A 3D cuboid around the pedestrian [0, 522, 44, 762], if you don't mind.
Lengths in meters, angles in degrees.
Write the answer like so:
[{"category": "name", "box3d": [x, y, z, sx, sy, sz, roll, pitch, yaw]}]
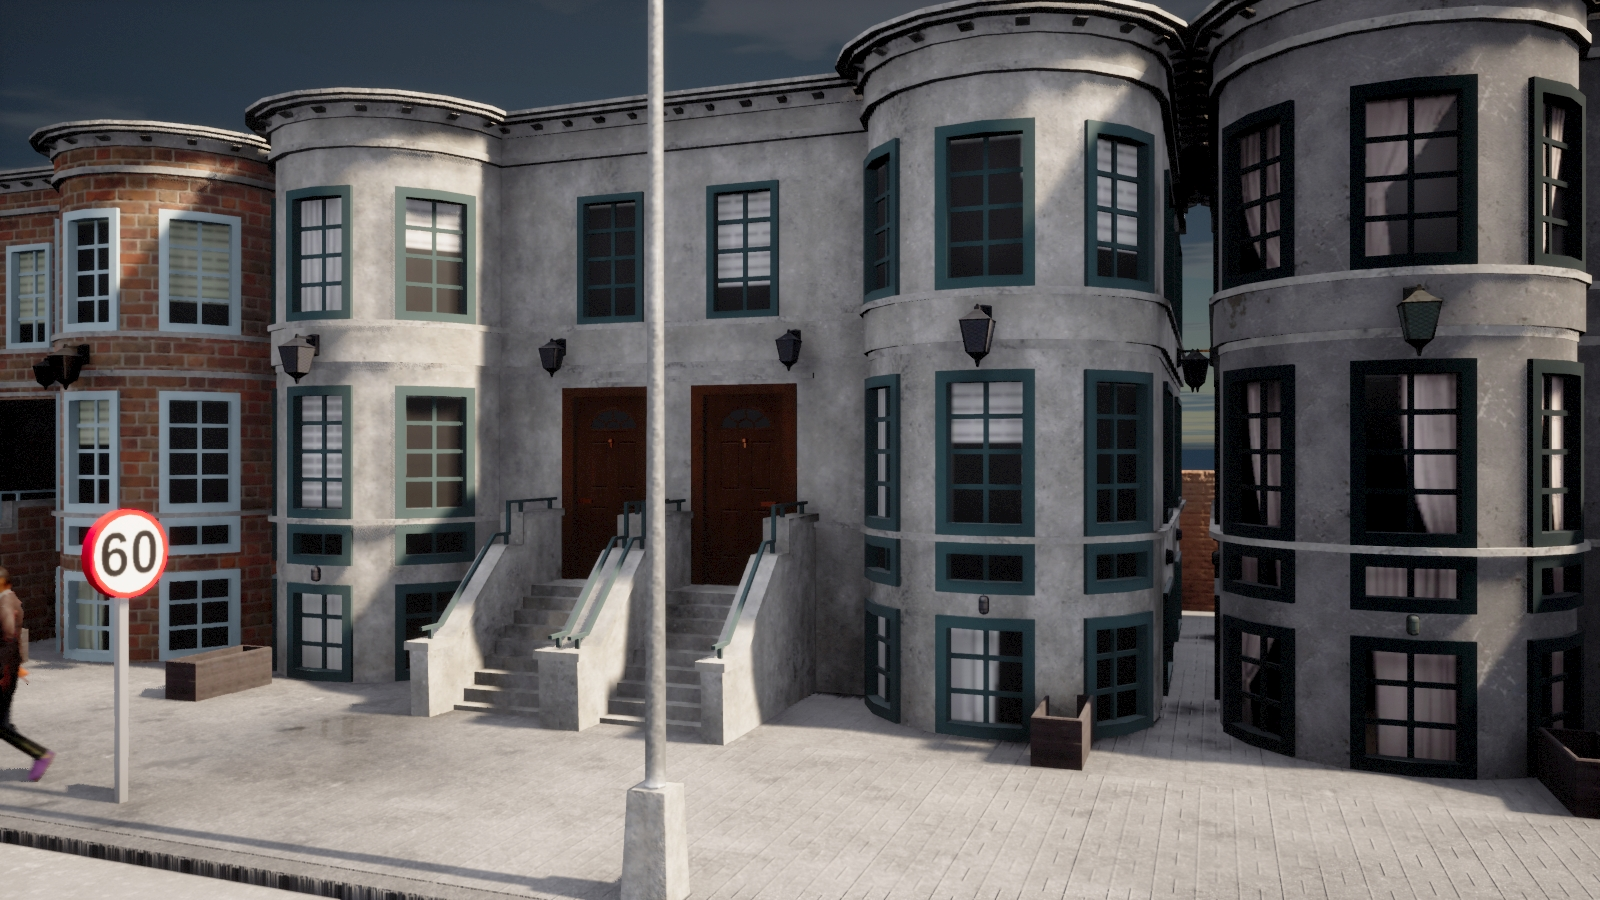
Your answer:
[{"category": "pedestrian", "box3d": [-6.342, 1.524, 9.194, 0.375, 1.860, 0.375, 0, 0, -43]}]
